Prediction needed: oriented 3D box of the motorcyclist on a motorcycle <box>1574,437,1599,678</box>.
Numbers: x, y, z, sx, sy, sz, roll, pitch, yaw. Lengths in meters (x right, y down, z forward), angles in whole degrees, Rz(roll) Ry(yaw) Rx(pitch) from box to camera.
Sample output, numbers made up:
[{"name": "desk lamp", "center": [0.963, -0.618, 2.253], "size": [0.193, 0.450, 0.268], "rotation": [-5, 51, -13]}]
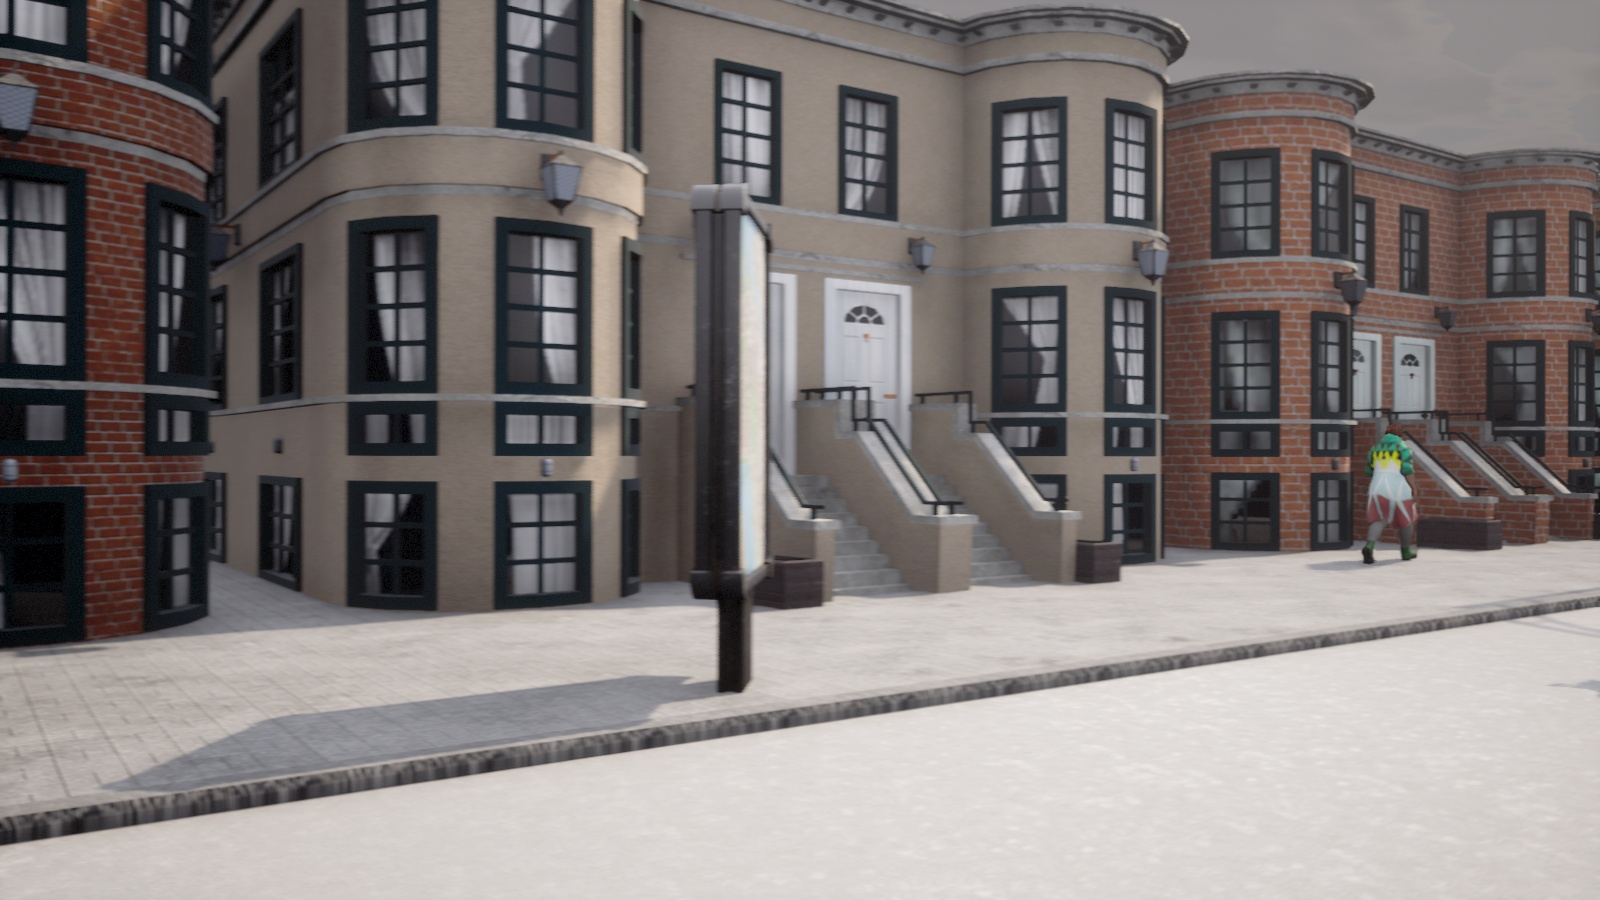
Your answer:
[{"name": "motorcyclist on a motorcycle", "center": [6.171, 0.706, 8.563], "size": [1.817, 1.590, 0.866], "rotation": [0, 0, -35]}]

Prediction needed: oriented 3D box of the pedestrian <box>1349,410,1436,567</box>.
[{"name": "pedestrian", "center": [7.615, 0.478, 16.143], "size": [0.873, 1.952, 0.659], "rotation": [0, 0, -35]}]
